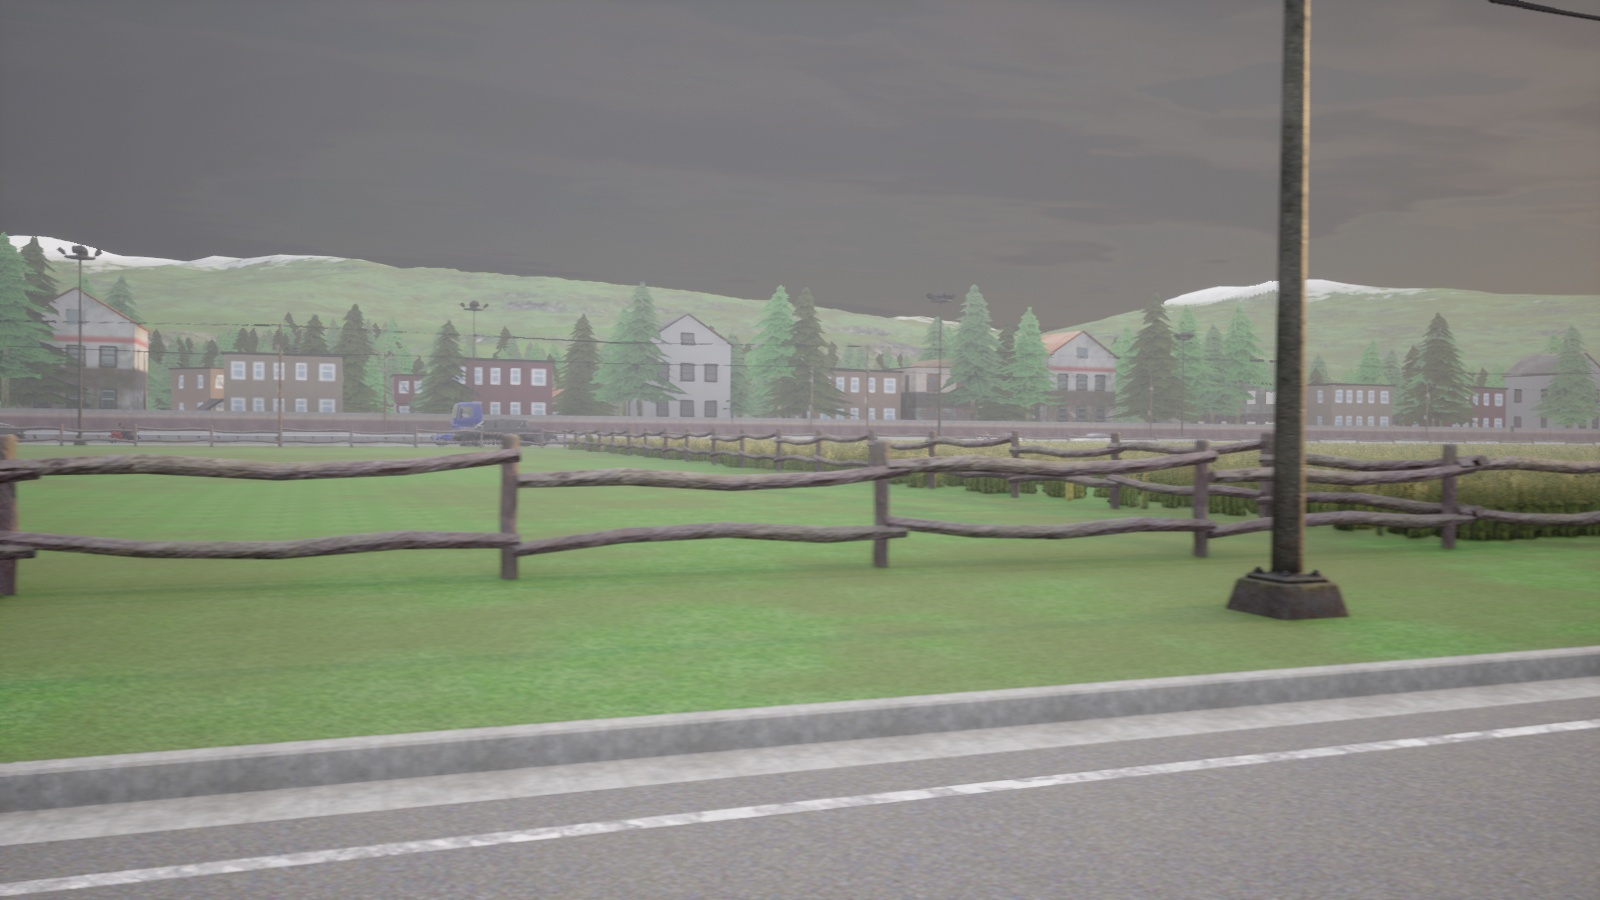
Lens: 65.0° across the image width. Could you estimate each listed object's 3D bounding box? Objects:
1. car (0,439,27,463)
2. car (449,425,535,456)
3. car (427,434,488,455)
[{"bbox_3d":[-52.017,0.095,79.584,4.892,1.490,1.837,-1,1,-21],"label":"car"},{"bbox_3d":[-21.431,-0.687,87.295,5.566,2.045,2.150,-1,1,-21],"label":"car"},{"bbox_3d":[-25.414,-0.445,93.281,4.193,1.474,1.816,-1,1,-21],"label":"car"}]
